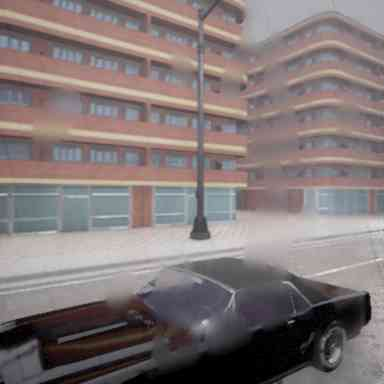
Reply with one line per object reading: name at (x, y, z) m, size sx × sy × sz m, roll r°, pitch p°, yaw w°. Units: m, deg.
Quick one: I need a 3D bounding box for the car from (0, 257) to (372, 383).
car at (0.153, 1.608, 4.100) m, size 4.718 × 1.301 × 1.895 m, roll 0°, pitch 0°, yaw -36°
